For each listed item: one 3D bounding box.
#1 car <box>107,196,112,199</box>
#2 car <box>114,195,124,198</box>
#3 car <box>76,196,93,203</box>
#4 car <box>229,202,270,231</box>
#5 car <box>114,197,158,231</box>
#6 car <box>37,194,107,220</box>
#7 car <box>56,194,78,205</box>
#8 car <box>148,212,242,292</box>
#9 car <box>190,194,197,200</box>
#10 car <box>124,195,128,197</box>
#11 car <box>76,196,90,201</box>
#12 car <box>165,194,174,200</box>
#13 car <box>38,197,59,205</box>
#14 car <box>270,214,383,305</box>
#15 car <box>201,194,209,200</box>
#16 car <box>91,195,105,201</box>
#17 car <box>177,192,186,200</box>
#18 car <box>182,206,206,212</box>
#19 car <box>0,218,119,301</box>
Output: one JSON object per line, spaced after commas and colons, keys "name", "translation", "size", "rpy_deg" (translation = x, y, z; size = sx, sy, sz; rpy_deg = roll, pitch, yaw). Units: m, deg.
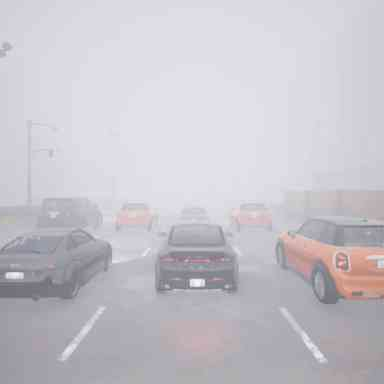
{"name": "car", "translation": [-17.418, 1.641, 64.869], "size": [1.837, 1.490, 4.892], "rpy_deg": [0, 0, 0]}
{"name": "car", "translation": [-17.334, 1.598, 74.577], "size": [1.882, 1.535, 5.008], "rpy_deg": [0, 0, 1]}
{"name": "car", "translation": [-24.328, 1.642, 75.259], "size": [2.128, 1.511, 4.902], "rpy_deg": [0, 0, 1]}
{"name": "car", "translation": [3.618, 1.410, 21.176], "size": [2.097, 1.767, 4.553], "rpy_deg": [0, 0, 0]}
{"name": "car", "translation": [-3.382, 1.410, 21.221], "size": [2.097, 1.767, 4.553], "rpy_deg": [0, 0, 0]}
{"name": "car", "translation": [-6.885, 1.277, 19.235], "size": [2.150, 2.045, 5.566], "rpy_deg": [0, 0, 0]}
{"name": "car", "translation": [-24.416, 1.373, 65.144], "size": [2.150, 2.045, 5.566], "rpy_deg": [0, 0, 0]}
{"name": "car", "translation": [0.106, 1.531, 8.971], "size": [1.837, 1.490, 4.892], "rpy_deg": [0, 0, 0]}
{"name": "car", "translation": [0.336, 1.426, 93.433], "size": [1.882, 1.535, 5.008], "rpy_deg": [0, 1, 1]}
{"name": "car", "translation": [-17.242, 1.572, 84.868], "size": [1.812, 1.442, 4.674], "rpy_deg": [0, 0, 1]}
{"name": "car", "translation": [-27.742, 1.644, 84.927], "size": [1.895, 1.301, 4.718], "rpy_deg": [0, 0, 1]}
{"name": "car", "translation": [-6.653, 1.494, 94.663], "size": [1.994, 1.385, 4.181], "rpy_deg": [0, 1, 1]}
{"name": "car", "translation": [-27.918, 1.748, 64.903], "size": [1.895, 1.301, 4.718], "rpy_deg": [0, 0, 0]}
{"name": "car", "translation": [3.605, 1.375, 8.305], "size": [2.097, 1.767, 4.553], "rpy_deg": [0, 0, 0]}
{"name": "car", "translation": [3.839, 1.500, 93.815], "size": [1.994, 1.385, 4.181], "rpy_deg": [0, 1, 1]}
{"name": "car", "translation": [-24.236, 1.567, 85.563], "size": [2.128, 1.511, 4.902], "rpy_deg": [0, 0, 1]}
{"name": "car", "translation": [-3.164, 1.449, 93.467], "size": [1.837, 1.490, 4.892], "rpy_deg": [0, 1, 1]}
{"name": "car", "translation": [0.120, 1.605, 20.785], "size": [2.033, 1.411, 5.357], "rpy_deg": [0, 0, 0]}
{"name": "car", "translation": [-3.399, 1.587, 8.430], "size": [1.994, 1.385, 4.181], "rpy_deg": [0, 0, 0]}
